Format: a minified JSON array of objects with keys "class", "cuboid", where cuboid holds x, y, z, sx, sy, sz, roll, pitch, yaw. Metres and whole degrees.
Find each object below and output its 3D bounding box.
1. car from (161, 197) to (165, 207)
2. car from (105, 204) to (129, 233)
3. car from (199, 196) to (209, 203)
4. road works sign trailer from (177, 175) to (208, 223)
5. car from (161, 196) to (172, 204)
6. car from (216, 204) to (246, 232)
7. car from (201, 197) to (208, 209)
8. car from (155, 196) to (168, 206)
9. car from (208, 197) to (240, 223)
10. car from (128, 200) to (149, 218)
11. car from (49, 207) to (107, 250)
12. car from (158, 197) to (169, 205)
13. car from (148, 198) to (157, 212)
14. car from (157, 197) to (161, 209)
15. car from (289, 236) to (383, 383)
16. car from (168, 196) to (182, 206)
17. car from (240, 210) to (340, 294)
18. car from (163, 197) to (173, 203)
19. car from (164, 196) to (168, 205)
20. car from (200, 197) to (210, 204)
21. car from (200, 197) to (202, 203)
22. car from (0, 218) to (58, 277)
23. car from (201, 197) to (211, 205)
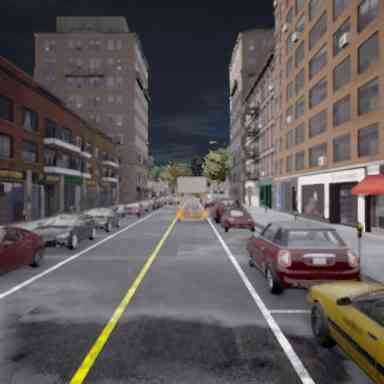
[{"class":"car","cuboid":[-5.368,1.636,47.451,1.947,1.339,4.313,0,0,0]},{"class":"car","cuboid":[-5.379,1.580,19.857,2.008,1.369,4.403,0,0,0]},{"class":"car","cuboid":[2.667,1.693,75.043,1.947,1.339,4.313,0,0,0]},{"class":"road works sign trailer","cuboid":[0.011,0.502,25.749,2.380,3.560,2.880,0,0,0]},{"class":"car","cuboid":[-5.360,1.555,69.526,1.967,1.590,4.097,0,0,0]},{"class":"car","cuboid":[2.646,1.611,19.861,1.802,1.307,4.206,0,0,0]},{"class":"car","cuboid":[2.657,1.652,47.452,1.802,1.307,4.206,0,0,0]},{"class":"car","cuboid":[-5.364,1.531,58.489,1.967,1.590,4.097,0,0,0]},{"class":"car","cuboid":[2.649,1.352,25.380,2.192,1.841,5.009,0,0,0]},{"class":"car","cuboid":[-5.375,1.627,30.895,1.802,1.307,4.206,0,0,0]},{"class":"car","cuboid":[-5.381,1.572,14.338,2.008,1.369,4.403,0,0,0]},{"class":"car","cuboid":[-5.362,1.627,63.837,1.752,1.417,4.829,0,0,0]},{"class":"car","cuboid":[-5.372,1.604,36.414,2.008,1.369,4.403,0,0,0]},{"class":"car","cuboid":[-5.370,1.606,41.933,1.887,1.381,4.507,0,0,0]},{"class":"car","cuboid":[2.640,1.531,3.476,1.752,1.417,4.829,0,0,0]},{"class":"car","cuboid":[-2.787,1.613,57.146,1.812,1.442,4.674,0,0,1]},{"class":"car","cuboid":[2.642,1.453,8.823,1.967,1.590,4.097,0,0,0]},{"class":"car","cuboid":[-5.358,1.709,75.045,1.802,1.307,4.206,0,0,0]},{"class":"car","cuboid":[-5.366,1.630,52.970,2.008,1.369,4.403,0,0,0]},{"class":"car","cuboid":[2.665,1.697,69.525,1.802,1.307,4.206,0,0,0]},{"class":"car","cuboid":[2.659,1.661,52.970,1.802,1.307,4.206,0,0,0]},{"class":"car","cuboid":[-5.383,1.595,8.819,1.802,1.307,4.206,0,0,0]},{"class":"car","cuboid":[2.663,1.647,64.007,1.887,1.381,4.507,0,0,0]}]
